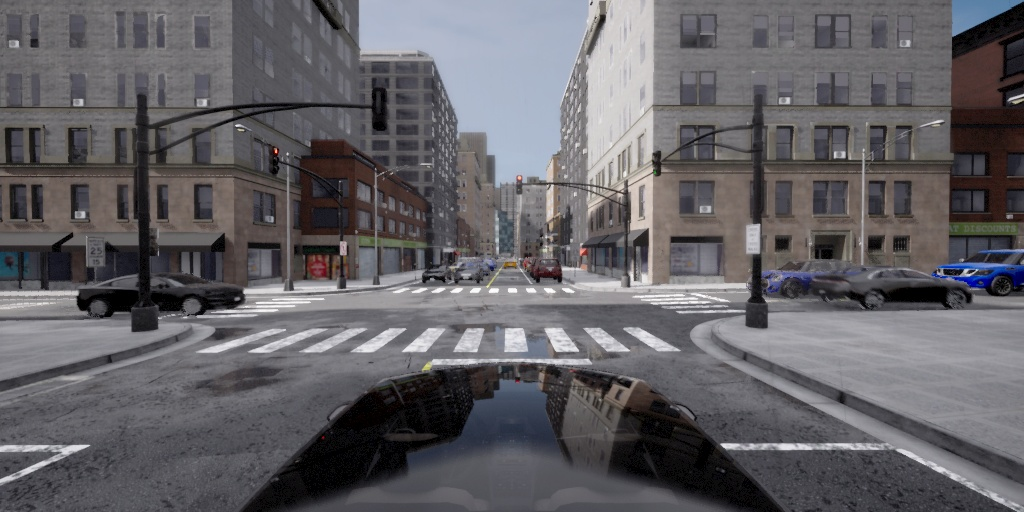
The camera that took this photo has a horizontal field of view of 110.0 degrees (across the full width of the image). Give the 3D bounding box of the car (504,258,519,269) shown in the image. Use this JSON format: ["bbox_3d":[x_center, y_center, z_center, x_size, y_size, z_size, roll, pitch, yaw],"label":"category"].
[{"bbox_3d":[-0.242,1.225,57.149,1.882,1.535,5.008,0,0,0],"label":"car"}]

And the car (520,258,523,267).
[{"bbox_3d":[2.651,1.064,50.521,2.192,1.841,5.009,0,0,0],"label":"car"}]

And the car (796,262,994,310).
[{"bbox_3d":[13.911,1.109,13.294,4.902,1.511,2.128,-1,1,0],"label":"car"}]

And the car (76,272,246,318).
[{"bbox_3d":[-12.724,1.347,13.219,5.008,1.535,1.882,-1,1,-3],"label":"car"}]

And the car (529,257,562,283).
[{"bbox_3d":[2.746,1.066,28.178,2.192,1.841,5.009,0,0,0],"label":"car"}]

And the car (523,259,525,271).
[{"bbox_3d":[2.674,1.276,45.105,1.751,1.417,4.829,0,0,0],"label":"car"}]

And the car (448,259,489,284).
[{"bbox_3d":[-3.204,1.244,27.311,2.128,1.511,4.902,0,0,0],"label":"car"}]

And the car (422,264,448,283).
[{"bbox_3d":[-5.780,1.318,28.140,1.948,1.339,4.313,0,0,0],"label":"car"}]

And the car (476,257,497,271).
[{"bbox_3d":[-3.277,1.228,47.064,1.882,1.535,5.008,0,0,0],"label":"car"}]

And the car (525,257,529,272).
[{"bbox_3d":[2.722,1.067,33.764,2.192,1.841,5.009,0,0,0],"label":"car"}]

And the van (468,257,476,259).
[{"bbox_3d":[-5.855,1.092,44.897,1.690,1.789,3.998,0,0,0],"label":"van"}]

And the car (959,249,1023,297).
[{"bbox_3d":[22.978,0.707,16.563,5.566,2.045,2.150,-1,1,0],"label":"car"}]

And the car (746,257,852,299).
[{"bbox_3d":[13.402,0.937,16.455,4.553,1.767,2.097,-1,1,-1],"label":"car"}]

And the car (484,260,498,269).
[{"bbox_3d":[-3.297,1.295,57.445,2.033,1.411,5.357,0,0,0],"label":"car"}]

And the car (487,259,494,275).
[{"bbox_3d":[-3.245,1.300,37.133,2.033,1.411,5.357,0,0,0],"label":"car"}]
